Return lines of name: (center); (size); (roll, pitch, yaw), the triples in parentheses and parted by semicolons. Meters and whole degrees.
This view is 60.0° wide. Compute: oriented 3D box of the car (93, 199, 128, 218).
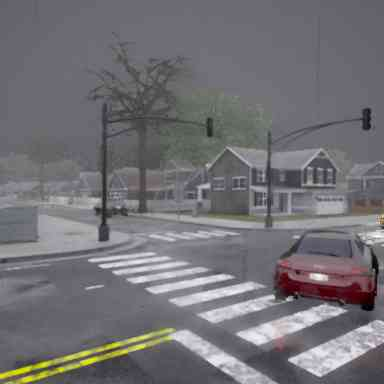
car: (-7.922, 1.477, 32.115); (2.097, 1.767, 4.553); (0, 0, -35)

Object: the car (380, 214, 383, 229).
car: (14.268, 1.629, 21.849); (5.008, 1.535, 1.882); (0, 0, -36)

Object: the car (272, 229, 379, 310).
car: (3.371, 1.613, 8.150); (1.994, 1.385, 4.181); (1, 0, 28)
